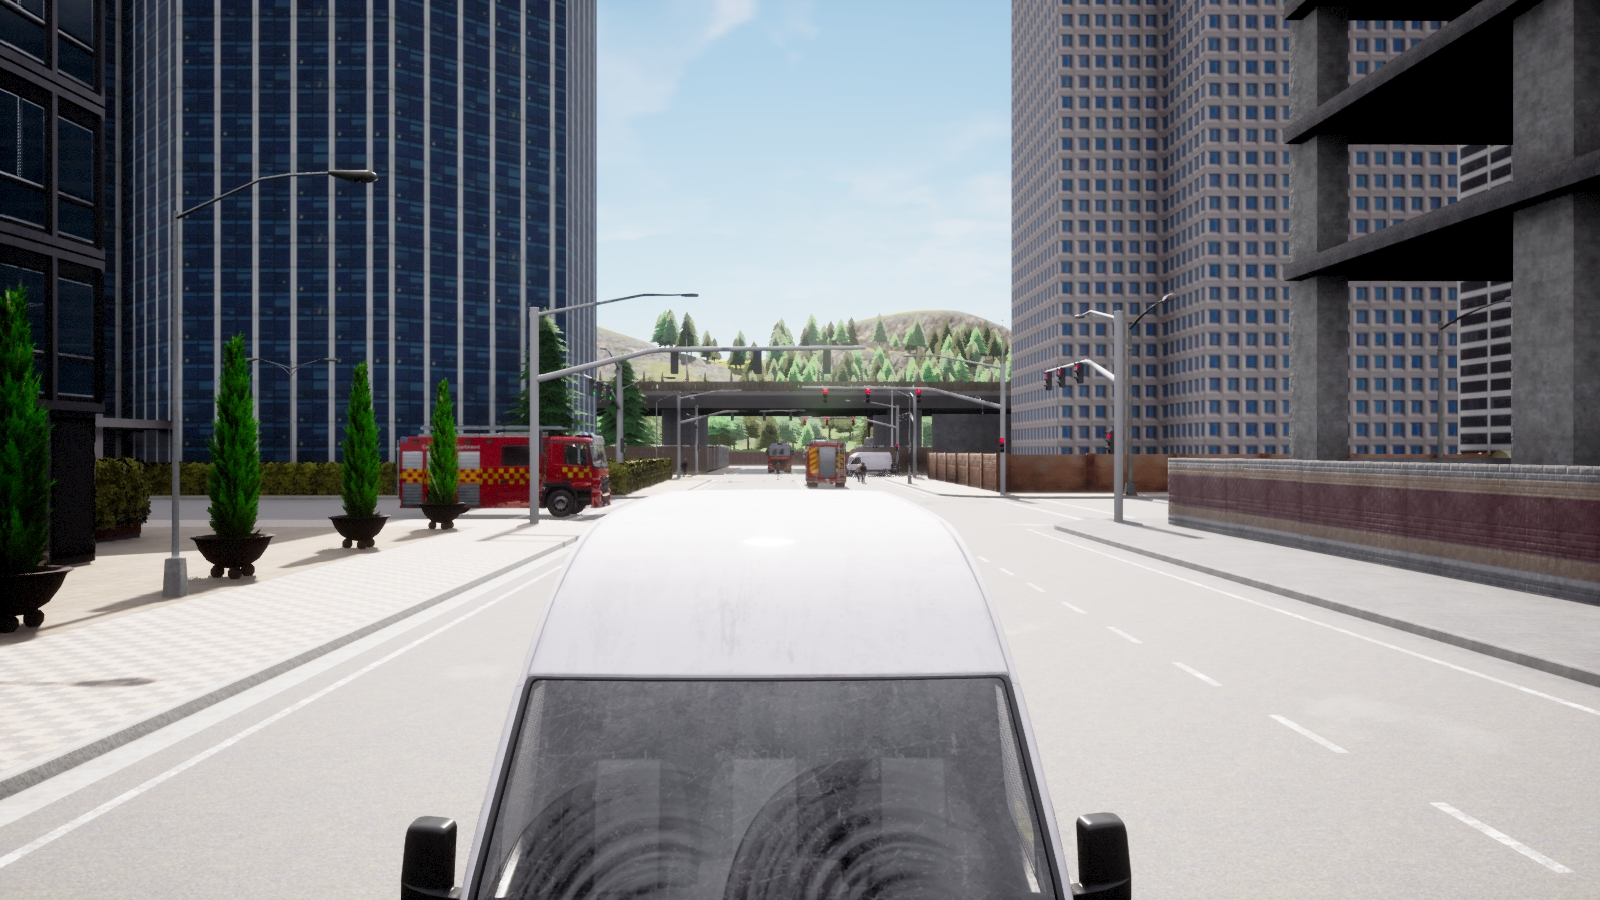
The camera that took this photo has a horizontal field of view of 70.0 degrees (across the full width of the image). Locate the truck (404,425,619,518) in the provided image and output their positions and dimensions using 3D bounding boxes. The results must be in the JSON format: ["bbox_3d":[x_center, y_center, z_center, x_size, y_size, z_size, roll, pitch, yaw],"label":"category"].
[{"bbox_3d":[-12.238,0.891,48.946,8.468,3.827,2.891,0,0,0],"label":"truck"}]

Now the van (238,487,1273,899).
[{"bbox_3d":[-0.128,1.535,5.152,1.988,2.561,5.915,0,0,-1],"label":"van"}]
